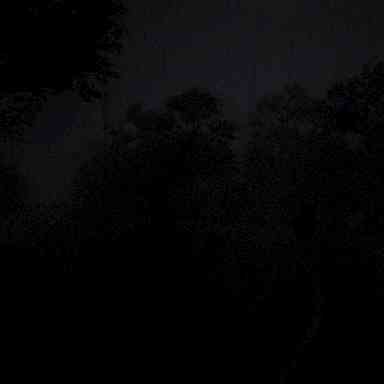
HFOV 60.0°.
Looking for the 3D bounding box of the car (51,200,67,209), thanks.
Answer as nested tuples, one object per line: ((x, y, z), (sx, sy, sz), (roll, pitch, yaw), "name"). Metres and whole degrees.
((-24.600, 2.210, 61.186), (2.097, 1.767, 4.553), (-1, -1, -19), "car")

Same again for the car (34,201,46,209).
((-29.477, 2.503, 64.626), (1.994, 1.385, 4.181), (-1, -1, -19), "car")

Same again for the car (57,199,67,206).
((-29.742, 2.437, 76.190), (1.994, 1.385, 4.181), (-1, 0, -19), "car")
